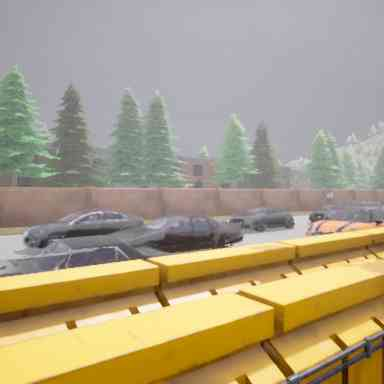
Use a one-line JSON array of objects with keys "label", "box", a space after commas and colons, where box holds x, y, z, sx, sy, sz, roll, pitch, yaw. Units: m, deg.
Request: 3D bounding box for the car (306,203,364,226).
[{"label": "car", "box": [10.426, 1.562, 24.194, 4.181, 1.385, 1.994, 0, 0, -36]}]

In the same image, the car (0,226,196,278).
[{"label": "car", "box": [-2.434, 1.601, 6.539, 4.718, 1.301, 1.895, 0, 0, -36]}]

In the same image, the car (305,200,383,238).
[{"label": "car", "box": [6.414, 1.351, 12.850, 4.553, 1.767, 2.097, 0, 0, -35]}]

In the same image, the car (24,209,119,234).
[{"label": "car", "box": [-4.279, 1.492, 13.822, 4.902, 1.511, 2.128, 0, 0, -35]}]

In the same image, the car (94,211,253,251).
[{"label": "car", "box": [-0.515, 1.547, 12.212, 5.357, 1.411, 2.033, 0, 0, -35]}]

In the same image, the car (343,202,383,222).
[{"label": "car", "box": [14.473, 1.562, 27.154, 4.181, 1.385, 1.994, 0, 0, -35]}]

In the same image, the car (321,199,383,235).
[{"label": "car", "box": [9.867, 1.350, 19.603, 4.553, 1.767, 2.097, 0, 0, -35]}]

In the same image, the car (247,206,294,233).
[{"label": "car", "box": [4.230, 1.562, 19.910, 4.181, 1.385, 1.994, 0, 0, -37]}]
